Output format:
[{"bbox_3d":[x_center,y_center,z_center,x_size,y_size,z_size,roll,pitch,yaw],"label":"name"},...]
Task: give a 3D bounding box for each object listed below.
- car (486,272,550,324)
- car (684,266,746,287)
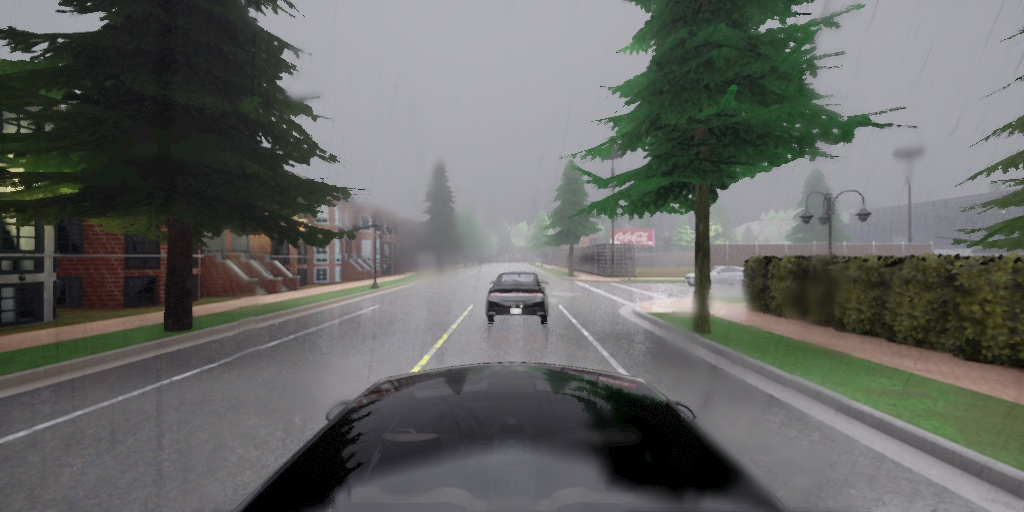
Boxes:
[{"bbox_3d":[0.250,1.288,12.199,2.128,1.511,4.902,0,0,3],"label":"car"},{"bbox_3d":[14.156,1.396,24.294,4.674,1.442,1.812,0,0,1],"label":"car"}]
